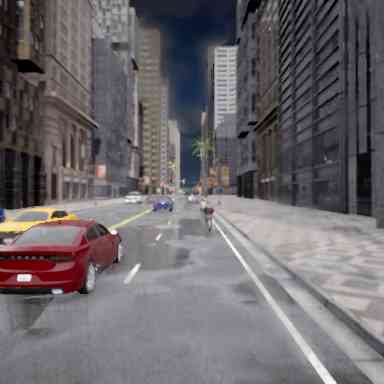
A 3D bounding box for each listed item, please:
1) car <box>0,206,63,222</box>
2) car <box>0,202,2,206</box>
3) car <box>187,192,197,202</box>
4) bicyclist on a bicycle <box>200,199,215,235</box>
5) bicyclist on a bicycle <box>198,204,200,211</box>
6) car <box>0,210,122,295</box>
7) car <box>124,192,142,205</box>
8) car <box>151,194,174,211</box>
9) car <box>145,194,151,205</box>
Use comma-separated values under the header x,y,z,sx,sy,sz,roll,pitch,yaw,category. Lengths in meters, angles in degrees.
x,y,z,sx,sy,sz,roll,pitch,yaw,category
-6.598,1.443,14.452,1.882,1.535,5.008,0,0,0,car
-9.847,1.189,13.477,2.150,2.045,5.566,0,0,0,car
0.066,1.273,65.827,1.812,1.442,4.674,0,0,0,car
0.892,1.328,17.647,0.659,1.776,1.843,0,0,0,bicyclist on a bicycle
0.904,1.369,27.555,0.866,1.612,1.509,0,0,0,bicyclist on a bicycle
-3.151,1.457,8.722,1.882,1.535,5.008,0,0,0,car
-9.785,1.032,55.597,2.150,2.045,5.566,0,0,1,car
-3.153,1.249,38.176,2.097,1.767,4.553,0,0,0,car
-6.549,1.166,55.467,2.097,1.767,4.553,0,0,1,car
